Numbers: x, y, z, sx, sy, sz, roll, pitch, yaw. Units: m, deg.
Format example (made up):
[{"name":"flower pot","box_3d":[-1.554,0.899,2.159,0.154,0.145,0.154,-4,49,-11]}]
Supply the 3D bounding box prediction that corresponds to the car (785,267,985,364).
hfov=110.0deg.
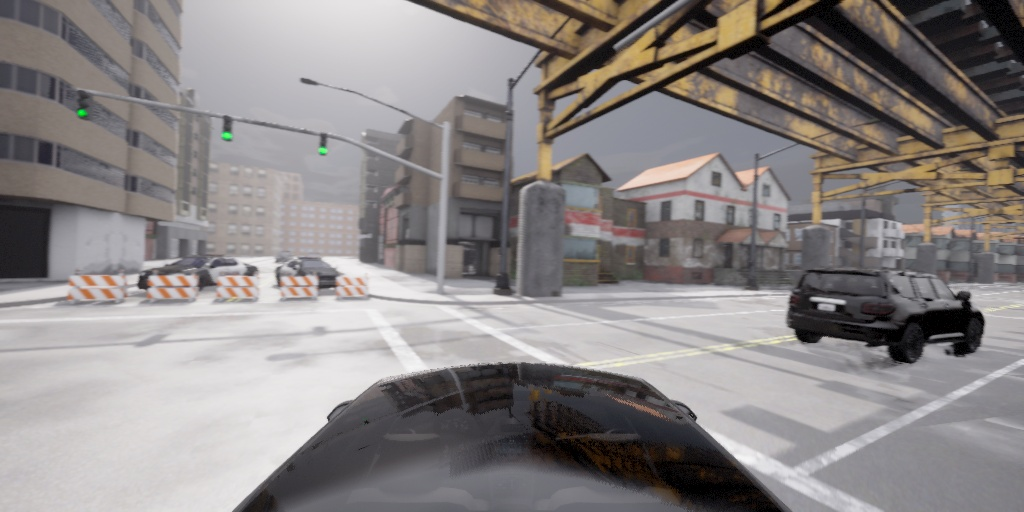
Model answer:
[{"name":"car","box_3d":[9.660,1.366,9.299,5.566,2.045,2.150,2,0,-24]}]
